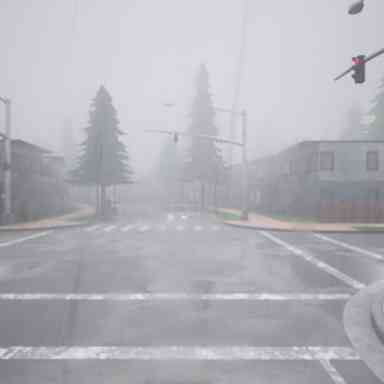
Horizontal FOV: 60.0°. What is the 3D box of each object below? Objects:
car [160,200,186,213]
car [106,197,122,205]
[{"bbox_3d":[-2.157,1.584,36.934,1.895,1.301,4.718,0,0,-18],"label":"car"},{"bbox_3d":[-14.016,1.516,58.179,2.033,1.411,5.357,0,0,-33],"label":"car"}]
